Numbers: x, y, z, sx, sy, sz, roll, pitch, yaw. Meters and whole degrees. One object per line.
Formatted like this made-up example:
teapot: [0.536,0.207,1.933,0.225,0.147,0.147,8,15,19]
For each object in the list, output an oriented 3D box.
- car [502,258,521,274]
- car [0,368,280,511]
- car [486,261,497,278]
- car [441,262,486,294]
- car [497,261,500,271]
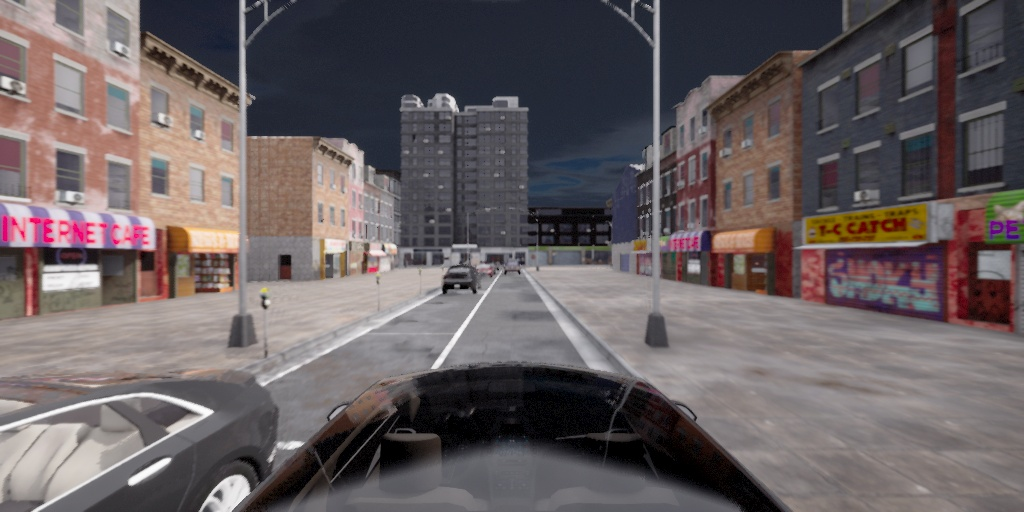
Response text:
car: [0.059,1.304,40.864,2.033,1.411,5.357,0,0,0]
car: [-2.637,1.300,1.018,2.007,1.370,4.403,0,0,0]
car: [-2.632,1.338,33.730,1.802,1.307,4.207,0,0,0]
car: [-2.747,1.259,20.369,1.837,1.490,4.892,0,0,0]
car: [-2.632,1.322,39.183,1.948,1.339,4.313,0,0,0]
